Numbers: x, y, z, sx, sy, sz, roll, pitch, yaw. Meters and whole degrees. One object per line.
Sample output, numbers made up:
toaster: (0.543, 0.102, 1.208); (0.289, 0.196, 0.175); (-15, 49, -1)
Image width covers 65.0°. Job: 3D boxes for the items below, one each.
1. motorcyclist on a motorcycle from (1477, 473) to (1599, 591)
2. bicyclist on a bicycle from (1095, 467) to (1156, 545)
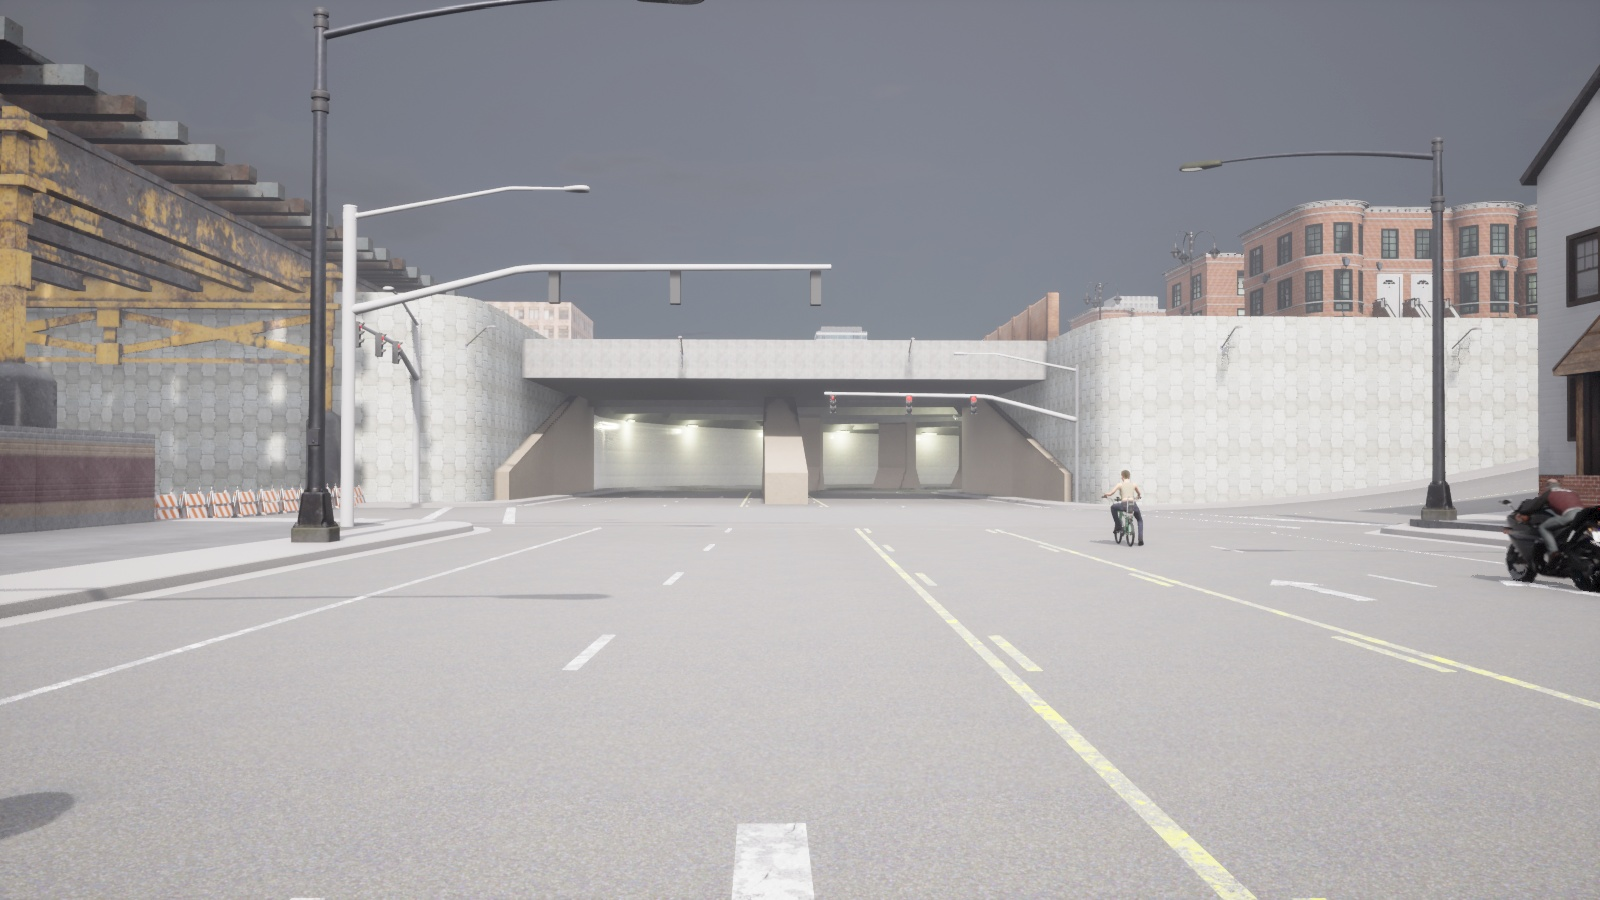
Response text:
motorcyclist on a motorcycle: (10.456, 1.096, 17.471); (0.866, 1.530, 2.191); (1, -1, 0)
bicyclist on a bicycle: (6.930, 1.172, 26.802); (0.866, 1.612, 1.509); (0, -1, -1)
